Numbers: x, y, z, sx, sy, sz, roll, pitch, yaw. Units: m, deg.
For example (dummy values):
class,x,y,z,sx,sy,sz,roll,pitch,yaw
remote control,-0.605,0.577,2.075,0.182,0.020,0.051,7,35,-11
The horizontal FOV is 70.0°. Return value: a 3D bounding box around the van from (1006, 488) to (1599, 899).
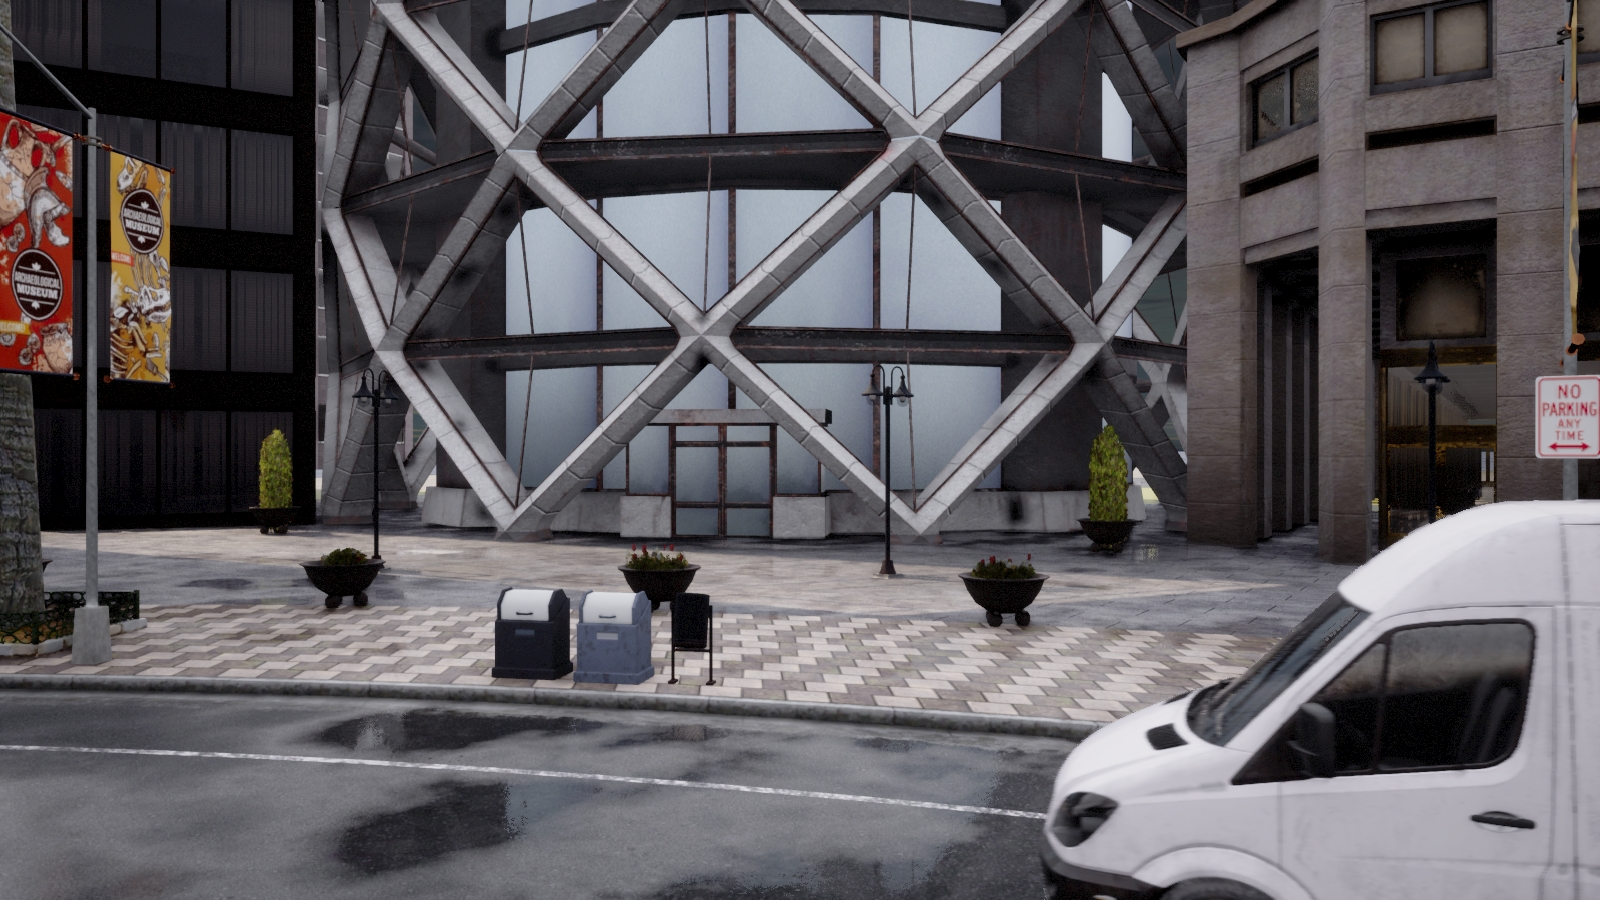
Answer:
class,x,y,z,sx,sy,sz,roll,pitch,yaw
van,4.154,1.534,5.526,5.915,2.561,1.988,0,0,24
